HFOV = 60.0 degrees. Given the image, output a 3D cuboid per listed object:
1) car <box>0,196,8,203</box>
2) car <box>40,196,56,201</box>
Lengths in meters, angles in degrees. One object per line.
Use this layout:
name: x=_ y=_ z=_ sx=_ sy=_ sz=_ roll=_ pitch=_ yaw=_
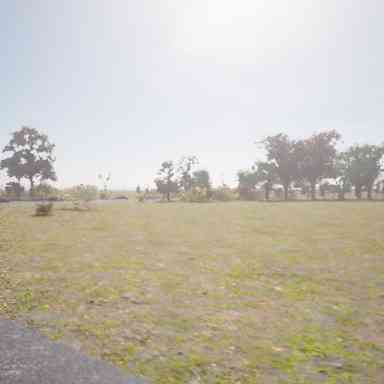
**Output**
car: x=-40.729 y=1.622 z=69.117 sx=1.812 sy=1.442 sz=4.674 roll=0 pitch=0 yaw=34
car: x=-33.721 y=1.611 z=79.565 sx=1.882 sy=1.535 sz=5.008 roll=0 pitch=0 yaw=34
